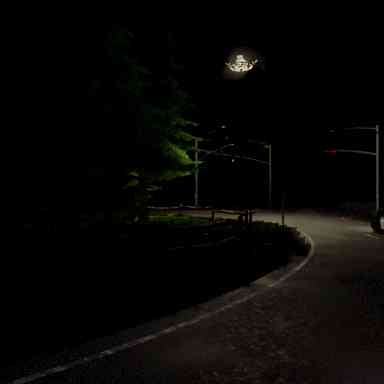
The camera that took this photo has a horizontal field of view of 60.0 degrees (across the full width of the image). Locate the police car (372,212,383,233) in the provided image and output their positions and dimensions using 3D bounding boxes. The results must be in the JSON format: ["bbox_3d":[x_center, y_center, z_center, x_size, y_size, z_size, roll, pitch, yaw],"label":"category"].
[{"bbox_3d":[10.600,1.503,16.443,2.038,1.542,4.974,0,0,11],"label":"police car"}]
